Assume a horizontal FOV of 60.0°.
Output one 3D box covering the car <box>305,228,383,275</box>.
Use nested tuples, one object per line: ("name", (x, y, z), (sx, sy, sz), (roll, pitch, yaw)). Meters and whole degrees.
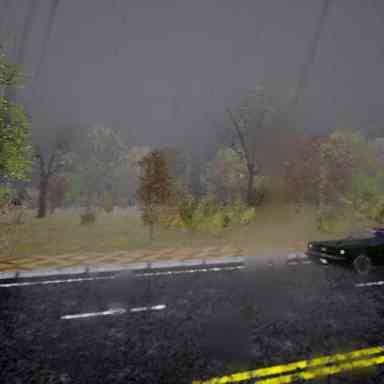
("car", (6.315, 1.919, 11.400), (4.718, 1.301, 1.895), (0, -2, -19))

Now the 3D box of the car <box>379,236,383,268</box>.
("car", (7.378, 1.825, 8.330), (4.718, 1.301, 1.895), (0, -2, -19))
